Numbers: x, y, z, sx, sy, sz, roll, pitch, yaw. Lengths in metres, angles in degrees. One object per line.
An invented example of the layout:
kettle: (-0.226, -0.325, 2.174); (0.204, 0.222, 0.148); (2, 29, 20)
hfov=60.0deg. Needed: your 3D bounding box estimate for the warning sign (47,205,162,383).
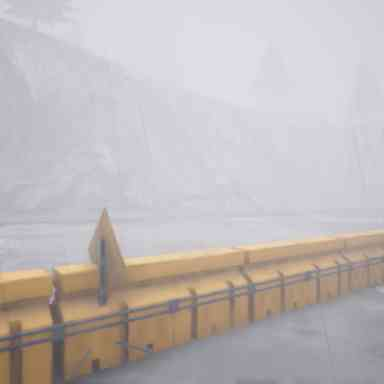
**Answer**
warning sign: (-1.186, 1.131, 4.367); (1.060, 1.860, 1.300); (1, 0, -35)
